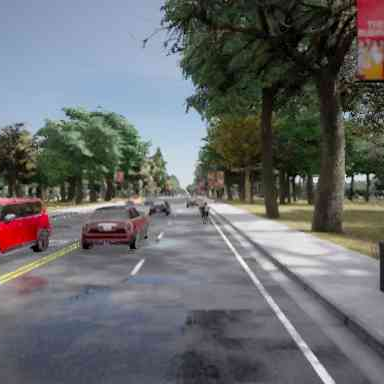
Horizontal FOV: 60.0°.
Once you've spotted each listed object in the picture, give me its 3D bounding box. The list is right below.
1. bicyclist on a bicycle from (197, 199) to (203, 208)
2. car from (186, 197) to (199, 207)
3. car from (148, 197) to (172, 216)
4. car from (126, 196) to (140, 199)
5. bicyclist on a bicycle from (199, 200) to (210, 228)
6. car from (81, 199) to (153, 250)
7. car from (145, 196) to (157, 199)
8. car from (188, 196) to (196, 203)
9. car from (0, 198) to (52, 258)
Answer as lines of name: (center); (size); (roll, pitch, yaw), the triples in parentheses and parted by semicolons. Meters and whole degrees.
bicyclist on a bicycle: (0.901, 1.463, 30.749); (0.866, 1.612, 1.509); (0, 0, 0)
car: (0.079, 1.589, 52.323); (2.033, 1.411, 5.357); (0, 0, 0)
car: (-3.159, 1.553, 33.344); (1.812, 1.442, 4.674); (0, 0, 0)
car: (-9.814, 1.396, 55.488); (2.097, 1.767, 4.553); (0, 0, 1)
bicyclist on a bicycle: (0.886, 1.473, 21.115); (0.582, 1.620, 1.656); (0, 0, 0)
car: (-3.155, 1.366, 14.529); (2.097, 1.767, 4.553); (0, 0, 0)
car: (-6.567, 1.395, 54.500); (2.097, 1.767, 4.553); (0, 0, 0)
car: (-0.018, 1.671, 74.120); (1.895, 1.301, 4.718); (0, 0, 0)
car: (-6.602, 1.232, 10.897); (2.150, 2.045, 5.566); (0, 0, 0)
